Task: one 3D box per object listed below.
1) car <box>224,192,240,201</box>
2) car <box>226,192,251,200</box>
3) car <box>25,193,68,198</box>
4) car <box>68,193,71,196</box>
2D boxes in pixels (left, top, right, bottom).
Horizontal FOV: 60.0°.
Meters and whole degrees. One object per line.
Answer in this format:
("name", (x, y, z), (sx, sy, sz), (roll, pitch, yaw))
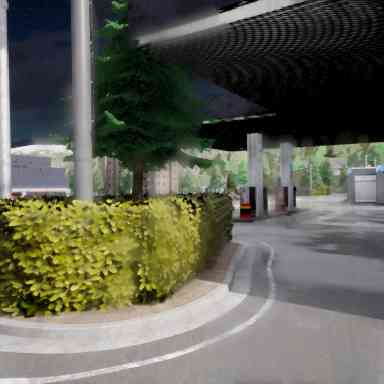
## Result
("car", (7.477, 0.850, 63.896), (5.027, 1.636, 2.152), (-1, 1, 35))
("car", (9.251, 0.811, 66.483), (4.514, 1.523, 2.007), (-1, 1, 35))
("car", (-14.743, 1.183, 33.582), (3.866, 1.878, 1.905), (-1, 1, 35))
("car", (-24.199, 1.124, 63.874), (3.866, 1.878, 1.905), (-1, 1, 35))
